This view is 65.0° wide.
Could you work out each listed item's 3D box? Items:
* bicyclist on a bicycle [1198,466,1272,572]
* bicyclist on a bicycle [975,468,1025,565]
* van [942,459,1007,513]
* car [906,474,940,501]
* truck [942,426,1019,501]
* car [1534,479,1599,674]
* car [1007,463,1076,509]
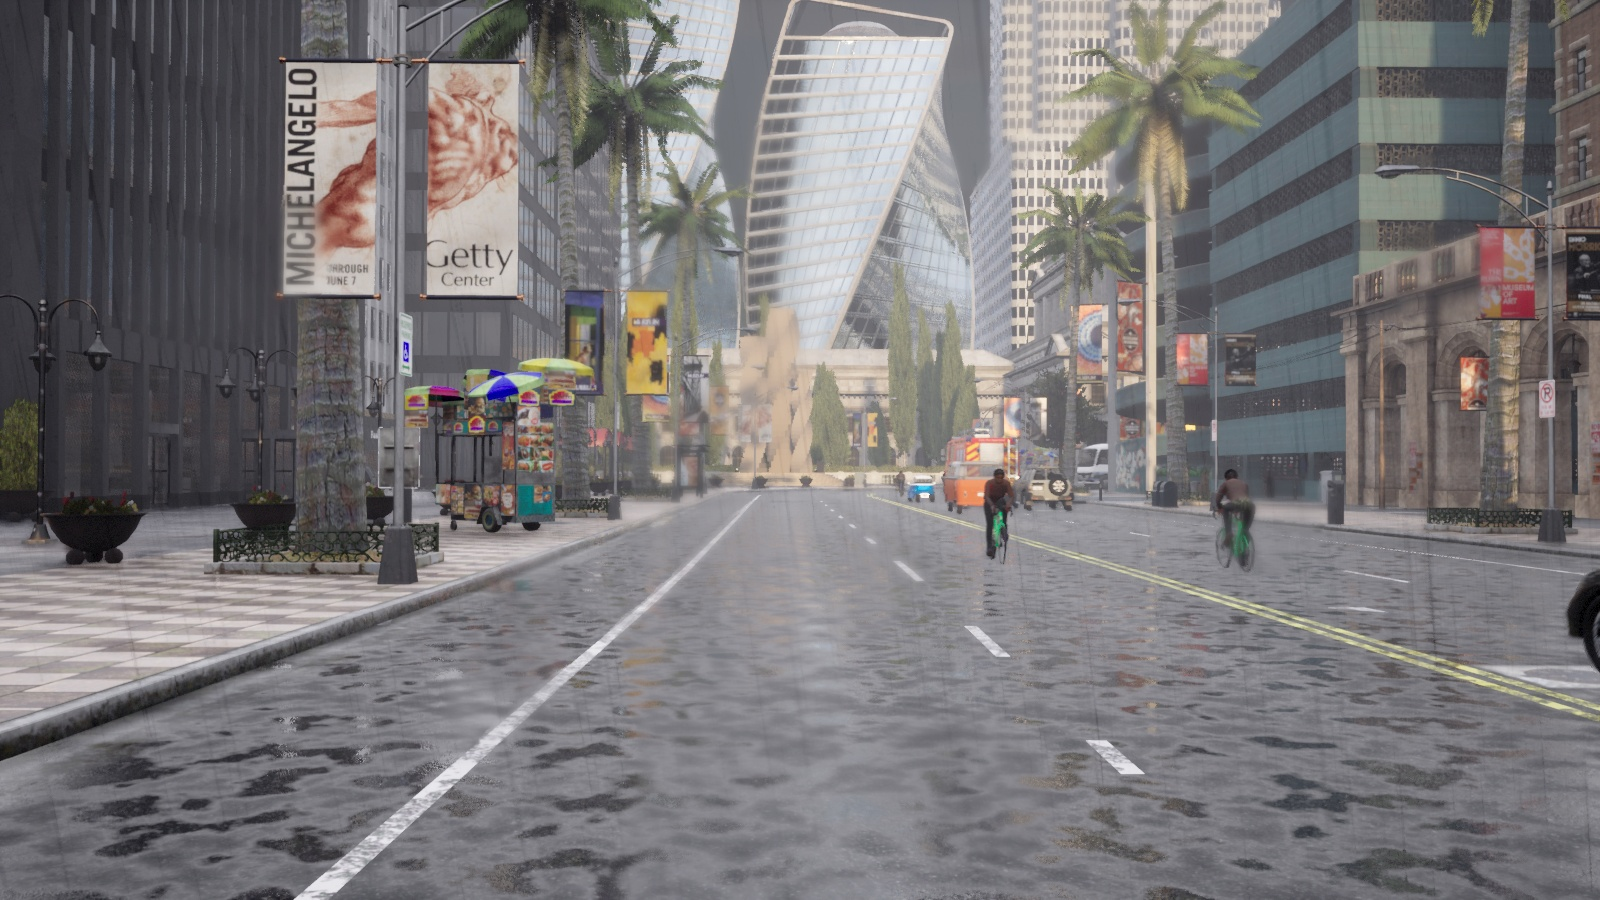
[{"bbox_3d":[6.956,1.077,20.137,0.582,1.620,1.656,0,-1,-1],"label":"bicyclist on a bicycle"},{"bbox_3d":[3.443,1.117,21.711,0.582,1.620,1.656,0,-1,-1],"label":"bicyclist on a bicycle"},{"bbox_3d":[6.595,1.344,47.921,1.775,1.987,4.442,0,-1,-1],"label":"van"},{"bbox_3d":[6.366,1.936,65.205,1.481,1.376,2.207,0,-1,-1],"label":"car"},{"bbox_3d":[9.810,0.767,69.051,2.891,3.827,8.468,0,-1,-1],"label":"truck"},{"bbox_3d":[6.982,0.939,8.270,1.816,1.474,4.193,0,-1,0],"label":"car"},{"bbox_3d":[10.034,1.471,52.534,1.932,1.855,4.605,0,-1,-1],"label":"car"}]
